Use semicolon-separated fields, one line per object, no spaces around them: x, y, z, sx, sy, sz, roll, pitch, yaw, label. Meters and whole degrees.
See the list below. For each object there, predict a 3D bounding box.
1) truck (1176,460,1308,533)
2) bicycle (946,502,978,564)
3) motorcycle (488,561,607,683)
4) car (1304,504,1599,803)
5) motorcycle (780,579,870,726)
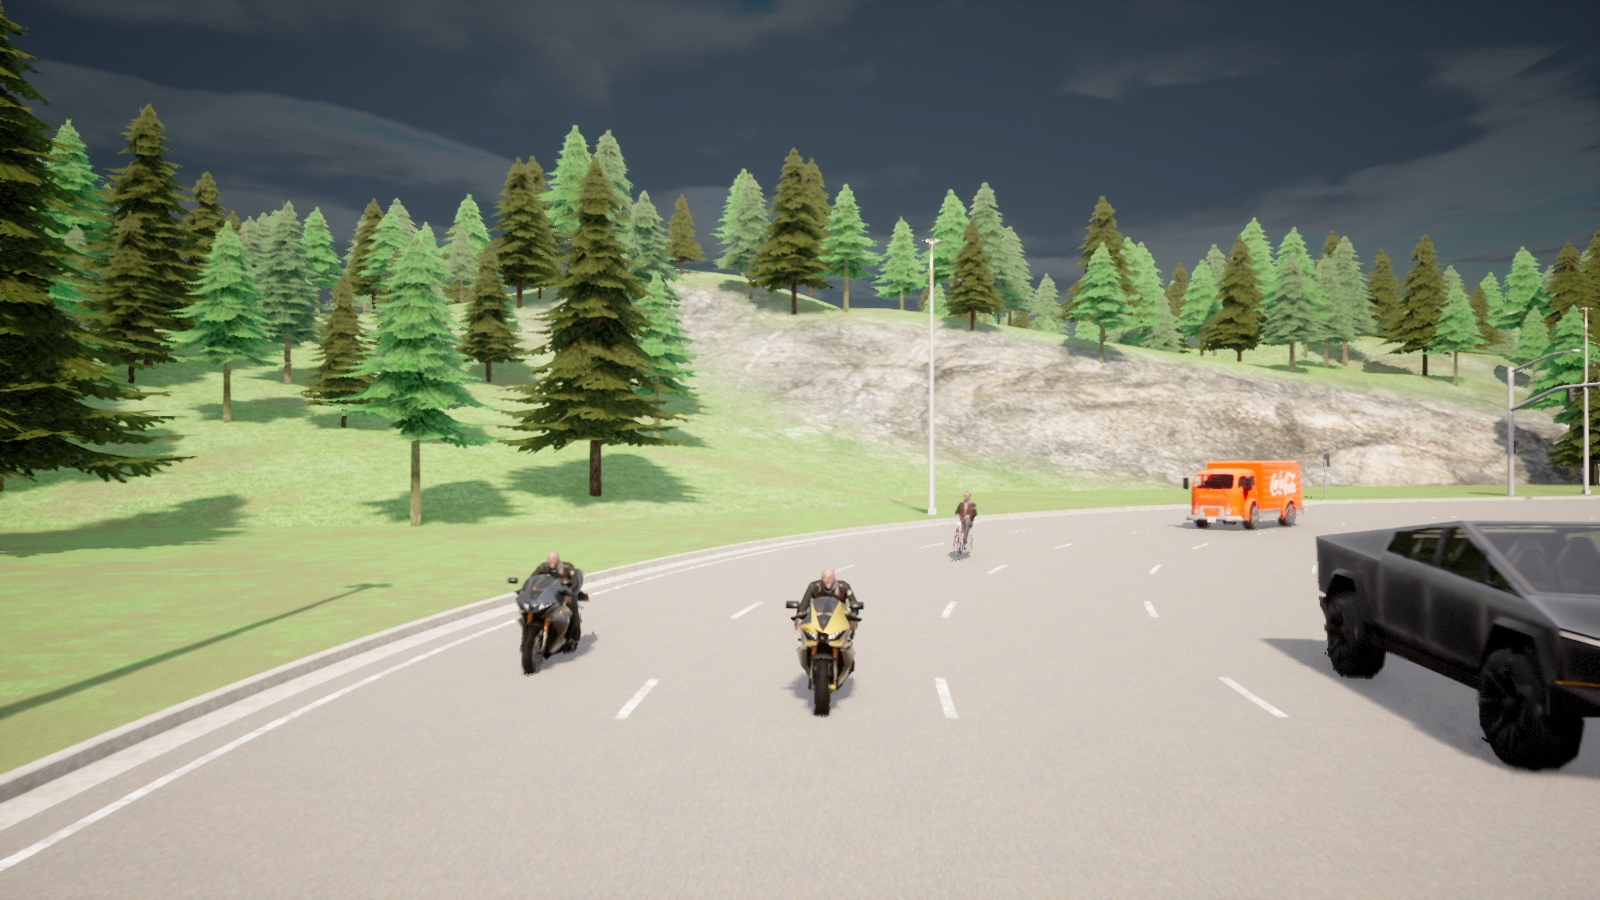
16.221;1.631;41.793;2.627;2.467;5.204;-1;-1;45;truck
4.181;2.104;29.382;0.329;1.471;1.835;2;0;23;bicycle
-3.298;2.229;15.182;0.867;1.251;2.209;2;0;6;motorcycle
7.637;1.773;12.146;2.390;2.098;6.274;0;0;6;car
0.323;2.226;12.958;0.867;1.251;2.209;0;0;5;motorcycle
